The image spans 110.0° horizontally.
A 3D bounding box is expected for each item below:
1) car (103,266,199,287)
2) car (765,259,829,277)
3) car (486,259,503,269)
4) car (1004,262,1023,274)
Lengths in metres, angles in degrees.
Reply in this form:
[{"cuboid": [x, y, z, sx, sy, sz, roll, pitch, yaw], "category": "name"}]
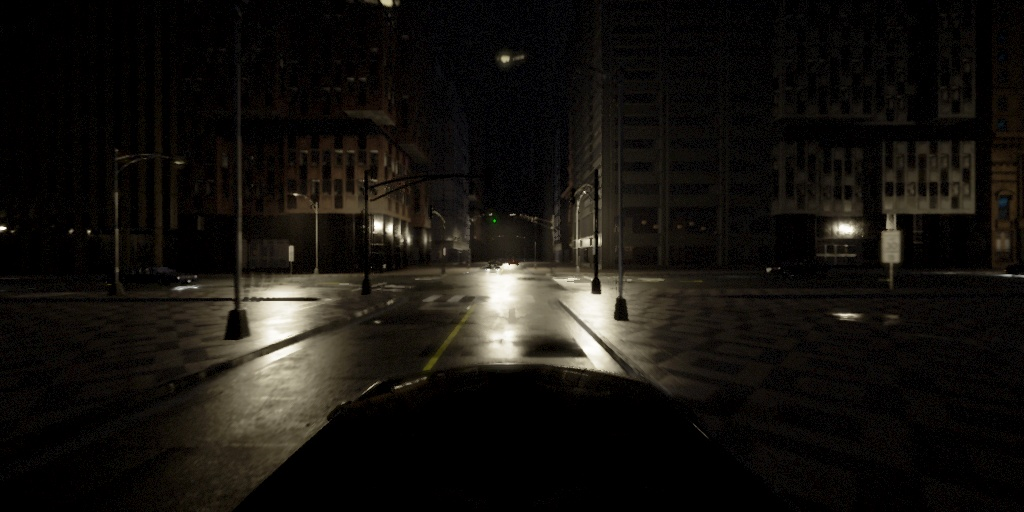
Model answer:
[{"cuboid": [-25.563, 1.426, 25.462, 5.357, 1.411, 2.033, 0, 0, 0], "category": "car"}, {"cuboid": [25.218, 1.056, 31.848, 4.902, 1.511, 2.128, 0, 0, 0], "category": "car"}, {"cuboid": [-2.870, 1.253, 56.113, 1.837, 1.490, 4.892, 0, 0, 1], "category": "car"}, {"cuboid": [46.501, 0.989, 31.629, 4.181, 1.385, 1.994, 0, 0, 1], "category": "car"}]
